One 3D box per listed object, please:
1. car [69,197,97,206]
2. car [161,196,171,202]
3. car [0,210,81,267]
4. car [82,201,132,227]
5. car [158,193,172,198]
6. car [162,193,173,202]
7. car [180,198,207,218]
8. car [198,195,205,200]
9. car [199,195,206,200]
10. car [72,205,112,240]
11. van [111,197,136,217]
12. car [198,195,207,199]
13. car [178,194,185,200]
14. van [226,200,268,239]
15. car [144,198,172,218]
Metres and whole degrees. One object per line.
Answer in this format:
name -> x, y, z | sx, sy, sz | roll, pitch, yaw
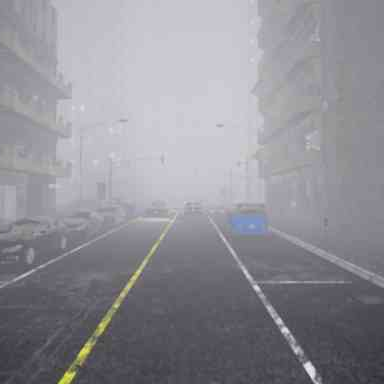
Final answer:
car -> -16.481, 1.434, 50.589 | 4.097, 1.590, 1.967 | 0, -1, 0
car -> -5.663, 1.493, 71.582 | 1.802, 1.307, 4.206 | 1, 0, 0
car -> -5.641, 1.537, 11.319 | 2.008, 1.369, 4.403 | 1, 0, 0
car -> -5.639, 1.538, 22.399 | 1.947, 1.339, 4.313 | 1, 0, 0
car -> -5.661, 1.358, 66.007 | 1.967, 1.590, 4.097 | 1, 0, 0
car -> -5.657, 1.219, 77.157 | 2.192, 1.841, 5.009 | 1, 0, 0
car -> 0.107, 1.511, 29.512 | 2.033, 1.411, 5.357 | 0, 0, 0
car -> 2.722, 1.450, 93.950 | 1.947, 1.339, 4.313 | 1, 0, 0
car -> 2.722, 1.416, 88.543 | 1.752, 1.417, 4.829 | 1, 0, 0
car -> -5.640, 1.561, 16.860 | 1.802, 1.307, 4.206 | 1, 0, 0
van -> -5.804, 1.306, 27.940 | 1.690, 1.788, 3.998 | 1, 0, 0
car -> 2.718, 1.486, 77.217 | 1.802, 1.307, 4.206 | 1, 0, 0
car -> -2.983, 1.364, 91.887 | 1.882, 1.535, 5.008 | 0, 0, 0
van -> 2.711, 1.321, 16.910 | 1.690, 1.788, 3.998 | 1, 0, 0
car -> -3.038, 1.528, 29.675 | 1.994, 1.385, 4.181 | 0, 0, 1
